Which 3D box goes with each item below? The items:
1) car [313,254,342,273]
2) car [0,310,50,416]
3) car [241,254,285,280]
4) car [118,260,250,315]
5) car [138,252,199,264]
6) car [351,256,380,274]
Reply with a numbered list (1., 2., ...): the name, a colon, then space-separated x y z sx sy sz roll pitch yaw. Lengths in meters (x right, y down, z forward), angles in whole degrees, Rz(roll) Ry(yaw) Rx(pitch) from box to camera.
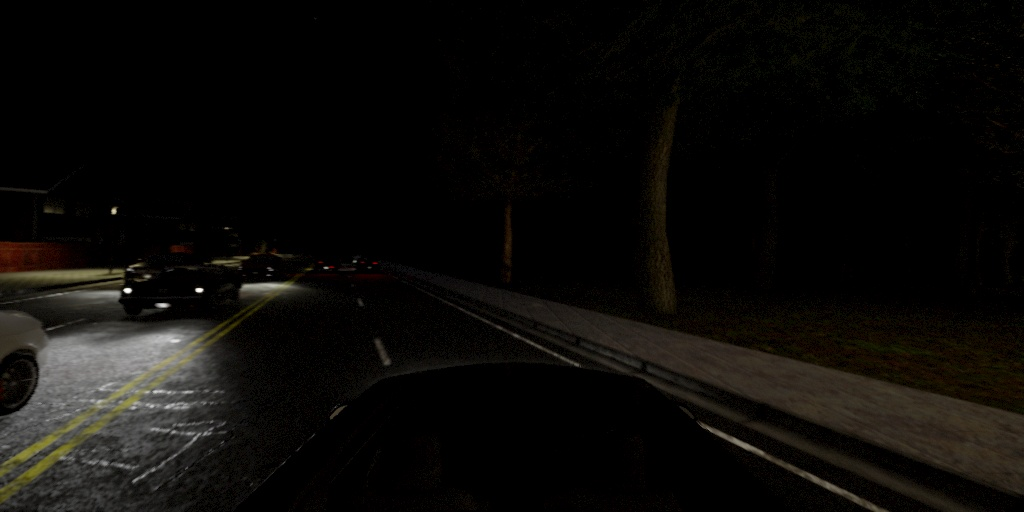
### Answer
1. car: -15.950 0.648 30.959 1.837 1.490 4.892 2 0 -26
2. car: -5.818 1.048 2.516 1.812 1.442 4.674 2 0 -26
3. car: -15.504 0.634 22.422 1.882 1.535 5.008 2 0 -26
4. car: -10.189 0.959 11.481 1.895 1.301 4.718 2 0 -26
5. car: -16.596 0.553 17.442 1.812 1.442 4.674 2 0 -26
6. car: -13.135 0.746 32.603 2.128 1.511 4.902 2 0 -26
